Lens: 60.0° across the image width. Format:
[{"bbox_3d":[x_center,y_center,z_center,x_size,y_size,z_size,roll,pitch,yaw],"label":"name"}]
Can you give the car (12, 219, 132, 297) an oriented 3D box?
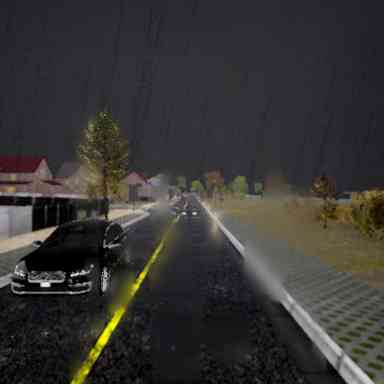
[{"bbox_3d":[-2.830,1.553,8.867,1.837,1.490,4.892,0,0,0],"label":"car"}]
